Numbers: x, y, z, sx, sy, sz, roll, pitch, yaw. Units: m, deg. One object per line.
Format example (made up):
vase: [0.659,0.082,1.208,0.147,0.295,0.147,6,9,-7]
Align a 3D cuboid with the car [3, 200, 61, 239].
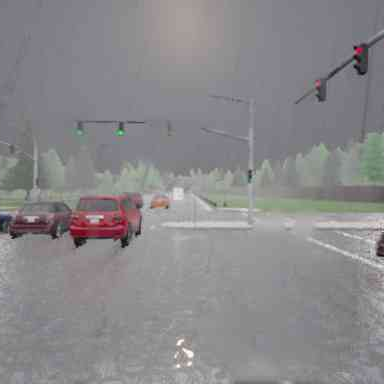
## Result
car: [-7.113,1.256,16.787,2.097,1.767,4.553,0,0,-1]

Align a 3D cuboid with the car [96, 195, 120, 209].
car: [-10.920,1.248,43.395,1.882,1.535,5.008,0,0,-1]

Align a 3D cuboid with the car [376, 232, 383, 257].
car: [7.758,1.501,9.586,4.674,1.442,1.812,0,-1,-7]

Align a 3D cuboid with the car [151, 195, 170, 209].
car: [-3.899,1.149,41.607,2.097,1.767,4.553,0,0,-1]

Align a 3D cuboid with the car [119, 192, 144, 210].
car: [-7.392,1.012,41.029,2.150,2.045,5.566,0,0,-1]

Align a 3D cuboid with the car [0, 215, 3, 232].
car: [-10.604,1.499,15.960,1.895,1.301,4.718,0,0,-1]

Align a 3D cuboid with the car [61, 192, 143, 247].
car: [-3.588,1.143,14.814,2.150,2.045,5.566,0,0,-1]
